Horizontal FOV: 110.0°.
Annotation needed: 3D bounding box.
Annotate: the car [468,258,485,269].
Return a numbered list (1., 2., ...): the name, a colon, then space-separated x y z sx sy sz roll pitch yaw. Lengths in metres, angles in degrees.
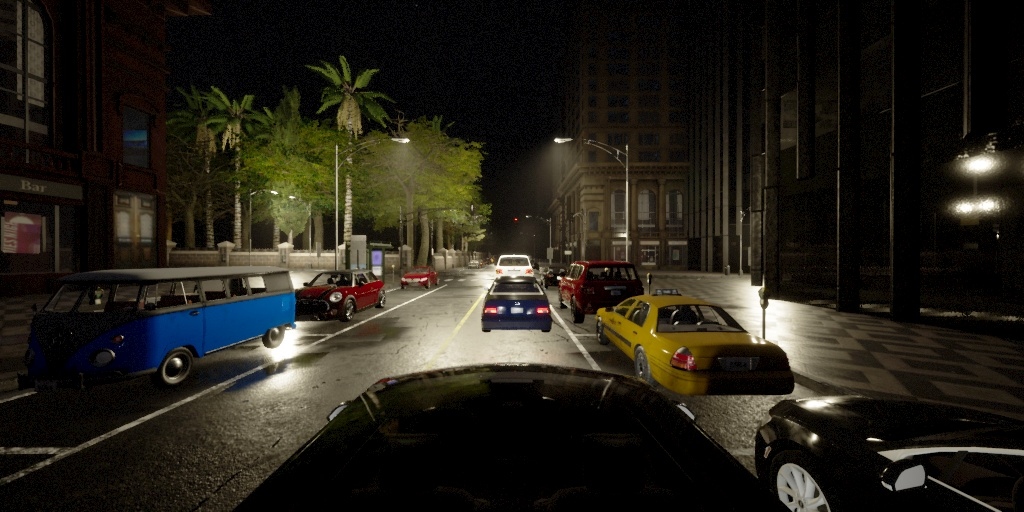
1. car: -5.736 1.275 54.664 2.007 1.370 4.403 0 0 0

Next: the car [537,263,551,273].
1. car: 2.773 1.310 22.783 1.948 1.339 4.313 0 0 0

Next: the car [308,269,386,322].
1. car: -5.758 1.188 11.952 1.967 1.591 4.097 0 0 0

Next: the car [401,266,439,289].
1. car: -5.753 1.327 22.805 1.802 1.307 4.207 0 0 0

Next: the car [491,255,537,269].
1. car: 0.110 0.968 21.324 2.150 2.045 5.566 0 0 0

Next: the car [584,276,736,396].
1. car: 2.765 1.275 6.677 1.751 1.417 4.829 0 0 0

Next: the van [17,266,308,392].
1. van: -5.761 1.090 6.526 1.690 1.789 3.998 0 0 0

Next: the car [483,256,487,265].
1. car: -5.733 1.159 60.085 1.967 1.591 4.097 0 0 0

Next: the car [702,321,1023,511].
1. car: 2.762 1.300 1.082 2.007 1.370 4.403 0 0 0

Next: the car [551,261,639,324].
1. car: 2.767 1.063 11.932 2.192 1.841 5.009 0 0 0

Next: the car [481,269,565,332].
1. car: 0.107 1.296 10.753 2.033 1.411 5.357 0 0 0
